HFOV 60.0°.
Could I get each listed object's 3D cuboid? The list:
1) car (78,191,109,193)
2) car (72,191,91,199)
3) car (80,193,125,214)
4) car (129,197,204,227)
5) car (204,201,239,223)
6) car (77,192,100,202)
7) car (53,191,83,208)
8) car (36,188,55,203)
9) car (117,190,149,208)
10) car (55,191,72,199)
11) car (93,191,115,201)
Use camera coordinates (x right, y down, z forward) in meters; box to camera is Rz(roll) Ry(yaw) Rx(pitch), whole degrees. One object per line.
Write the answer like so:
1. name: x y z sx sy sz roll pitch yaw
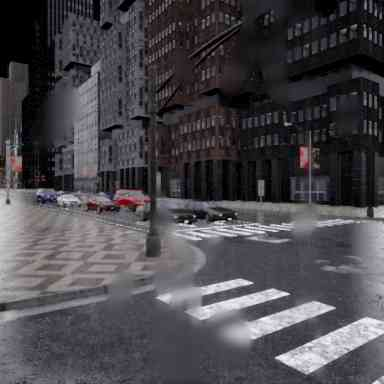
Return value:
1. car: -12.347 0.934 41.490 2.128 1.511 4.902 0 1 -36
2. car: -21.985 0.531 66.145 2.128 1.511 4.902 0 1 -36
3. car: -8.227 1.090 30.267 1.882 1.535 5.008 0 1 -36
4. car: -1.830 1.314 21.426 2.033 1.411 5.357 0 1 -35
5. car: 0.833 1.311 23.312 2.033 1.411 5.357 0 1 -37
6. car: -16.722 0.802 53.361 2.033 1.411 5.357 0 1 -34
7. car: -14.460 0.985 38.843 1.812 1.442 4.674 0 1 -35
8. car: -20.676 0.521 47.508 2.150 2.045 5.566 0 1 -36
9. car: -5.652 0.831 32.252 2.150 2.045 5.566 0 1 -36
10. car: -25.132 0.509 64.948 1.882 1.535 5.008 0 1 -36
11. car: -15.072 0.703 56.627 1.882 1.535 5.008 0 1 -36
